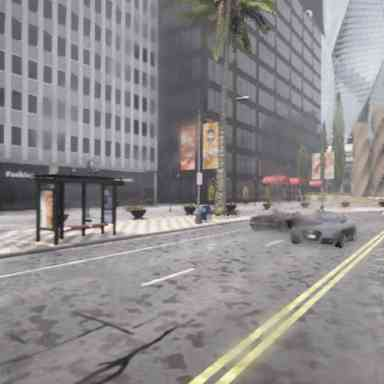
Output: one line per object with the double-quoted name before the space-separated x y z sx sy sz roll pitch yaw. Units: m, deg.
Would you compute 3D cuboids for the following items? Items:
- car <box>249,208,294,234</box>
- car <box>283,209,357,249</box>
"car" 5.221 1.618 19.756 1.895 1.301 4.718 0 0 38
"car" 5.948 1.587 14.855 1.994 1.385 4.181 0 0 37
